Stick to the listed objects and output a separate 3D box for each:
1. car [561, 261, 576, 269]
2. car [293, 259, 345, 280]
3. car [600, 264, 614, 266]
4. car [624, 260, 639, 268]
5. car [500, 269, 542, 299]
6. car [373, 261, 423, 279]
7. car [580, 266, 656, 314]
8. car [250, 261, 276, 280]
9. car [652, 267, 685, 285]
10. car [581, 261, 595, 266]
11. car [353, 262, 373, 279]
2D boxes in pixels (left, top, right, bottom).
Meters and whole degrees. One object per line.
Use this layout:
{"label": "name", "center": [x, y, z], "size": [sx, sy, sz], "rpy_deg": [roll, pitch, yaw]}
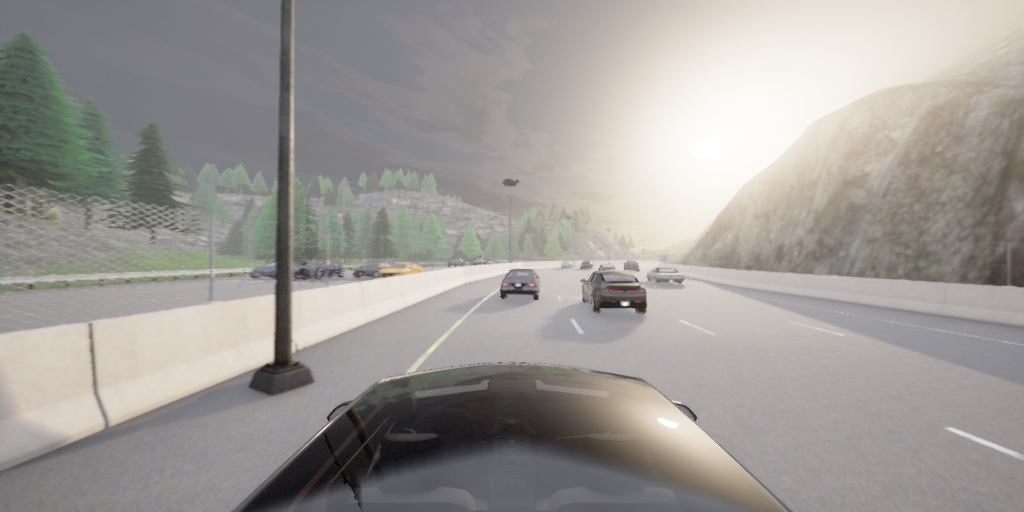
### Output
{"label": "car", "center": [10.051, 1.556, 63.851], "size": [1.812, 1.442, 4.674], "rpy_deg": [0, 0, 19]}
{"label": "car", "center": [-15.789, 1.010, 29.352], "size": [2.097, 1.767, 4.553], "rpy_deg": [1, 0, 8]}
{"label": "car", "center": [11.049, 1.580, 41.681], "size": [1.895, 1.301, 4.718], "rpy_deg": [1, 0, 13]}
{"label": "car", "center": [18.263, 1.444, 54.930], "size": [2.097, 1.767, 4.553], "rpy_deg": [1, 0, 17]}
{"label": "car", "center": [0.530, 1.350, 18.504], "size": [2.033, 1.411, 5.357], "rpy_deg": [1, 0, 6]}
{"label": "car", "center": [-8.812, 1.209, 28.775], "size": [1.882, 1.535, 5.008], "rpy_deg": [1, 0, 8]}
{"label": "car", "center": [3.932, 1.333, 14.349], "size": [1.837, 1.490, 4.892], "rpy_deg": [0, 0, 4]}
{"label": "car", "center": [-19.263, 1.148, 29.823], "size": [1.812, 1.442, 4.674], "rpy_deg": [1, 0, 8]}
{"label": "car", "center": [12.282, 1.558, 29.020], "size": [1.895, 1.301, 4.718], "rpy_deg": [1, 0, 9]}
{"label": "car", "center": [13.227, 1.564, 62.480], "size": [1.837, 1.490, 4.892], "rpy_deg": [-1, -1, 19]}
{"label": "car", "center": [-11.962, 1.212, 31.551], "size": [1.837, 1.490, 4.892], "rpy_deg": [0, -1, 8]}
